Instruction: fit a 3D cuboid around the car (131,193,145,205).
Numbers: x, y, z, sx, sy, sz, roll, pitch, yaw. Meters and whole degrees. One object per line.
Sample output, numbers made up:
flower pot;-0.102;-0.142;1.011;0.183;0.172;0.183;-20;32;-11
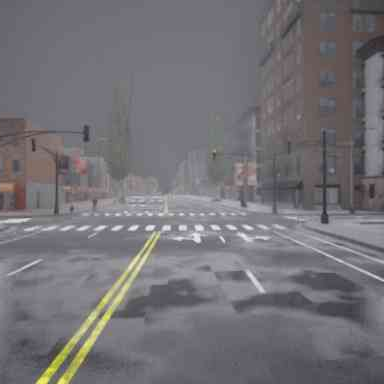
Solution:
car;-9.540;1.165;59.415;2.150;2.045;5.566;0;0;-4

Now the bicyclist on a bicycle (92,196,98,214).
bicyclist on a bicycle;-9.804;1.326;33.435;0.659;1.776;1.843;0;0;-4

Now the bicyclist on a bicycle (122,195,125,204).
bicyclist on a bicycle;-11.798;1.399;57.073;0.582;1.620;1.656;0;0;-3

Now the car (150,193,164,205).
car;-6.310;1.164;59.764;2.150;2.045;5.566;0;0;-4
